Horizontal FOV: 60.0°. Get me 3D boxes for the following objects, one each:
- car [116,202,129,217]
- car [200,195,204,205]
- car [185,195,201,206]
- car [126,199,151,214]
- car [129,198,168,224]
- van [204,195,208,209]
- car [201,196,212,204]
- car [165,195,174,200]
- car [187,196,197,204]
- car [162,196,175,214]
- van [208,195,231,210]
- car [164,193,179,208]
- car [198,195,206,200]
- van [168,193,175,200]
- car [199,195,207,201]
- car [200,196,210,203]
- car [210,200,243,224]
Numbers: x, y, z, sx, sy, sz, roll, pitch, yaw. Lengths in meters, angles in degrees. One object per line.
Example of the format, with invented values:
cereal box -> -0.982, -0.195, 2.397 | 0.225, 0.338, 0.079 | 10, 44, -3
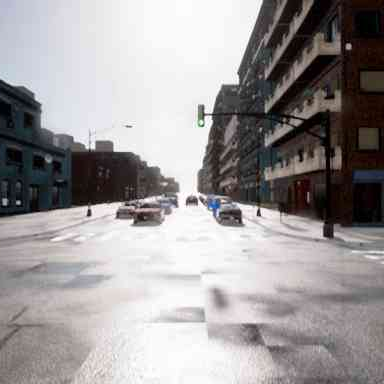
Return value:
car -> -5.690, 1.554, 30.171 | 1.802, 1.307, 4.206 | 1, 0, 0
car -> 2.683, 1.467, 52.703 | 1.752, 1.417, 4.829 | 1, 0, 0
car -> -0.020, 1.291, 54.500 | 2.097, 1.767, 4.553 | 0, 0, 0
car -> -5.692, 1.511, 35.752 | 1.887, 1.381, 4.507 | 1, 0, 0
car -> -3.098, 1.456, 24.682 | 1.882, 1.535, 5.008 | 0, 0, 0
van -> 2.690, 1.300, 41.372 | 1.690, 1.788, 3.998 | 1, 0, 0
car -> 2.679, 1.488, 63.695 | 1.947, 1.339, 4.313 | 1, 0, 0
car -> -5.708, 1.440, 85.974 | 1.947, 1.339, 4.313 | 1, 0, 0
car -> -0.024, 1.522, 64.567 | 1.895, 1.301, 4.718 | 0, 0, 0
car -> -3.099, 1.445, 34.595 | 1.882, 1.535, 5.008 | 0, 0, 0
van -> 2.693, 1.313, 30.209 | 1.690, 1.788, 3.998 | 1, 0, 0
car -> -3.094, 1.160, 48.294 | 2.150, 2.045, 5.566 | 0, 1, 0
car -> 2.670, 1.412, 91.599 | 2.008, 1.369, 4.403 | 1, 0, 0
van -> -5.706, 1.202, 91.554 | 1.690, 1.788, 3.998 | 1, 0, 0
car -> 2.674, 1.432, 80.438 | 1.887, 1.381, 4.507 | 1, 0, 0
car -> 2.678, 1.477, 69.276 | 1.947, 1.339, 4.313 | 1, 0, 0
car -> 2.692, 1.530, 24.630 | 2.008, 1.369, 4.403 | 1, 0, 0
